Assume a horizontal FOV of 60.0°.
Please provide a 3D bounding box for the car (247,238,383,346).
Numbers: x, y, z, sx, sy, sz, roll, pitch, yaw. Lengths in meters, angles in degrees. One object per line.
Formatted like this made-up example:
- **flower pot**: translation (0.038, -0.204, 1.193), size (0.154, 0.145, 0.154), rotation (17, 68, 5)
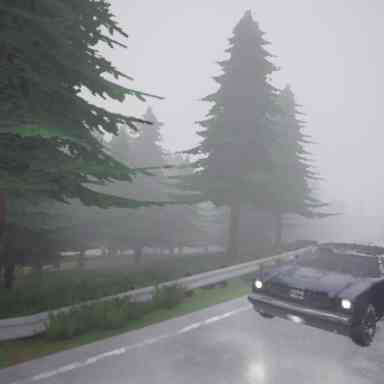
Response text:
- **car**: translation (3.109, 1.776, 6.878), size (1.895, 1.301, 4.718), rotation (1, -2, 42)

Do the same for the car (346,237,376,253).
- **car**: translation (17.602, 5.551, 34.783), size (1.895, 1.301, 4.718), rotation (3, -8, 16)
